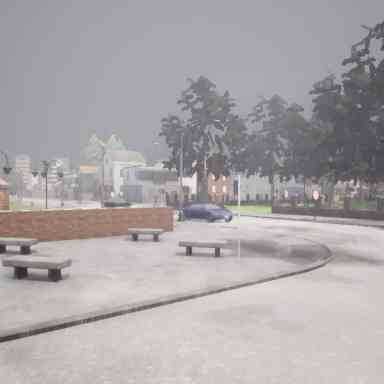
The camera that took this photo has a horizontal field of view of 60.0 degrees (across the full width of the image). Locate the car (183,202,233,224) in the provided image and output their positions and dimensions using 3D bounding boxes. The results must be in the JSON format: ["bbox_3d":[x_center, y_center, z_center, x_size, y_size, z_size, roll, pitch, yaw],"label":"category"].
[{"bbox_3d":[1.106,1.525,25.356,1.812,1.442,4.674,0,0,-35],"label":"car"}]

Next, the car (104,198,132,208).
[{"bbox_3d":[-8.785,1.477,39.373,1.882,1.535,5.008,0,0,-35],"label":"car"}]
